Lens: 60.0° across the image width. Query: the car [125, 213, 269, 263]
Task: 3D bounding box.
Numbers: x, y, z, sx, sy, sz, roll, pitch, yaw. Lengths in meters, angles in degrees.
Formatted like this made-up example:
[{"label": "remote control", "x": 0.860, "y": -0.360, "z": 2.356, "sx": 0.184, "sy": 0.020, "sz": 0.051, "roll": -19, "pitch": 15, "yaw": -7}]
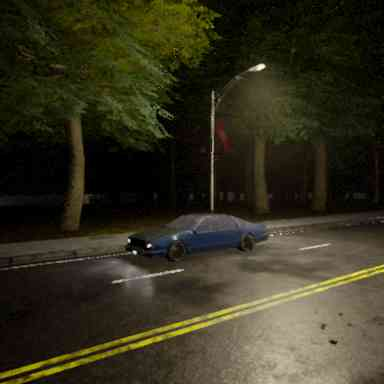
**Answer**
[{"label": "car", "x": 0.384, "y": 1.472, "z": 11.916, "sx": 5.357, "sy": 1.411, "sz": 2.033, "roll": -1, "pitch": 0, "yaw": -35}]
